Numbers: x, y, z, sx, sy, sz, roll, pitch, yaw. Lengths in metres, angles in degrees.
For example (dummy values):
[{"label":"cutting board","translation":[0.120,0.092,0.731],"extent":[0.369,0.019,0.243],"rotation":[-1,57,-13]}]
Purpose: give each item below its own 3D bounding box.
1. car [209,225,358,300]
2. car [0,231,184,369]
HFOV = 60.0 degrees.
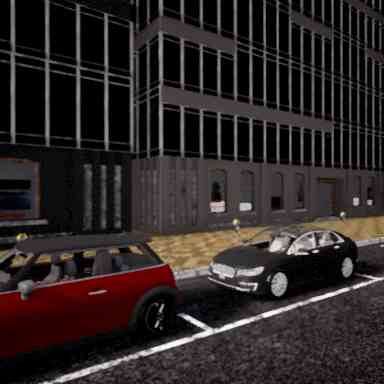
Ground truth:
[{"label":"car","translation":[2.414,1.540,8.280],"extent":[4.403,1.369,2.008],"rotation":[0,0,-35]},{"label":"car","translation":[-2.221,1.439,4.975],"extent":[4.097,1.590,1.967],"rotation":[0,0,-35]}]
